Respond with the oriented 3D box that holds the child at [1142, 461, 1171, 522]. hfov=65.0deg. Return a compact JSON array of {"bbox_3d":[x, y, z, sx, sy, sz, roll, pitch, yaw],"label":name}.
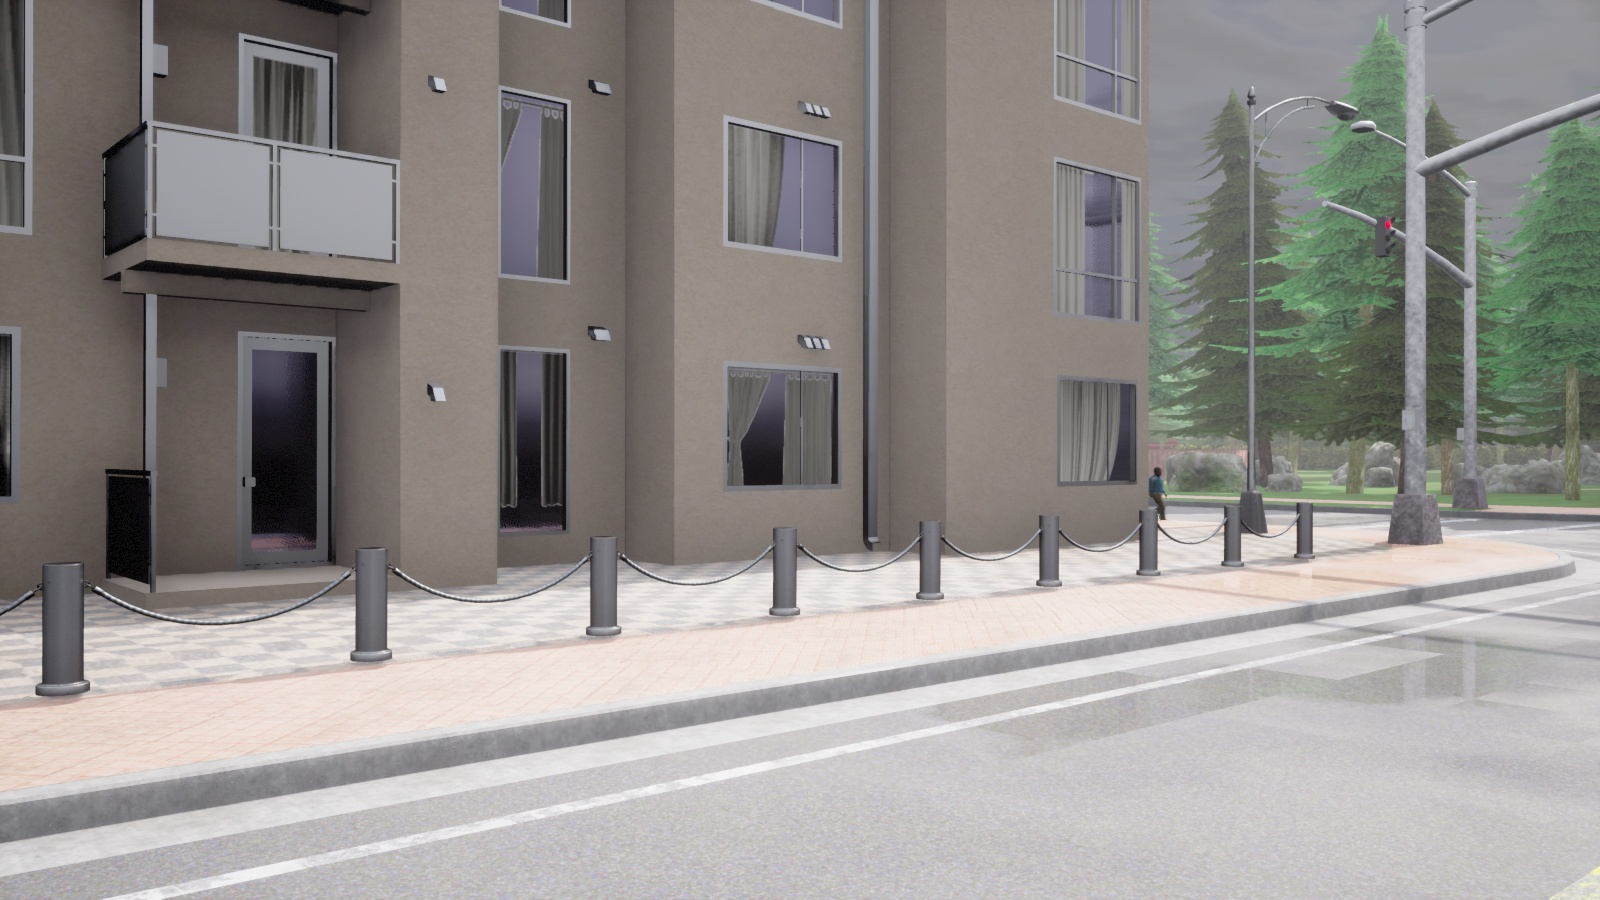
[{"bbox_3d":[7.087,0.816,24.964,0.343,1.192,0.448,0,0,-43],"label":"child"}]
